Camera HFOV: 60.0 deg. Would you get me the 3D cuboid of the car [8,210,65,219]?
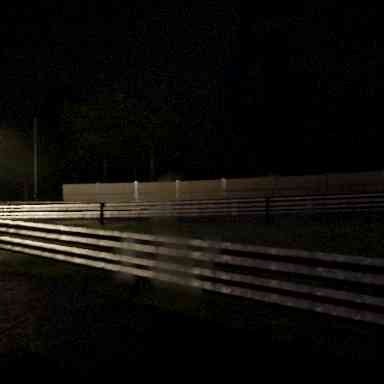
[{"bbox_3d":[-13.734,1.698,29.241,4.718,1.301,1.895,-1,-1,14],"label":"car"}]
